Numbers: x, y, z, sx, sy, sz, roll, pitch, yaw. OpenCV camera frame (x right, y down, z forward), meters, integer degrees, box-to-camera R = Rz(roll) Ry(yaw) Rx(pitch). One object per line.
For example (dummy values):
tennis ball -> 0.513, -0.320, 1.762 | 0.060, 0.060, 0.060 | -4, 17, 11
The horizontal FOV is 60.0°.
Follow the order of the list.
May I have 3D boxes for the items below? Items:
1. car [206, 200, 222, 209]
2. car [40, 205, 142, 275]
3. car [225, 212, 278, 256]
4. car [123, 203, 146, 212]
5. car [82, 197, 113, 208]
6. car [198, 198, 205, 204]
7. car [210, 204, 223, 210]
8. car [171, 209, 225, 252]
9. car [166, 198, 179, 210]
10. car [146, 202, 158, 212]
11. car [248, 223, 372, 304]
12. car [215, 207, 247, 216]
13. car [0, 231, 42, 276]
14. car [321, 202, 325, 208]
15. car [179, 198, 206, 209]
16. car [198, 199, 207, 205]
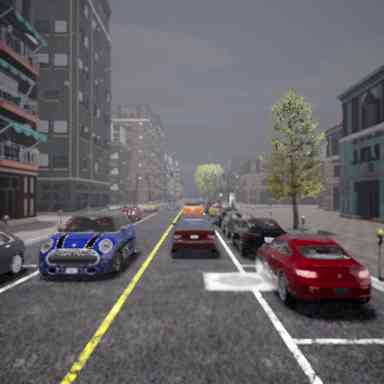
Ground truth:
car -> 2.655, 1.912, 35.936 | 1.752, 1.417, 4.829 | 0, -1, 0
car -> -3.112, 1.465, 10.841 | 2.097, 1.767, 4.553 | 0, -1, 0
car -> 2.676, 1.708, 13.610 | 1.947, 1.339, 4.313 | 0, -1, 0
car -> -5.720, 1.766, 30.220 | 1.967, 1.590, 4.097 | 0, -1, 0
car -> -17.333, 1.931, 61.061 | 5.009, 1.841, 2.192 | 0, -1, 0
car -> 2.602, 2.465, 90.491 | 1.967, 1.590, 4.097 | 0, -1, 0
car -> 2.666, 1.829, 24.687 | 1.947, 1.339, 4.313 | 0, -1, 0
car -> 0.085, 1.700, 14.543 | 2.033, 1.411, 5.357 | 0, -1, 0
car -> -3.052, 1.855, 53.553 | 2.097, 1.767, 4.553 | 0, -1, 0
car -> -5.737, 2.032, 46.667 | 1.752, 1.417, 4.829 | 0, -1, 0
car -> 2.682, 1.665, 8.071 | 1.802, 1.307, 4.206 | 0, -1, 0
car -> 2.671, 1.753, 19.148 | 2.008, 1.369, 4.403 | 0, -1, 0
car -> -5.698, 1.635, 8.063 | 2.008, 1.369, 4.403 | 0, -1, 0
car -> 26.091, 2.332, 61.355 | 4.507, 1.381, 1.887 | 0, -1, 0
car -> 0.066, 1.719, 34.042 | 2.097, 1.767, 4.553 | 0, -1, 0
car -> 2.607, 2.504, 84.793 | 2.008, 1.369, 4.403 | 0, -1, 0
